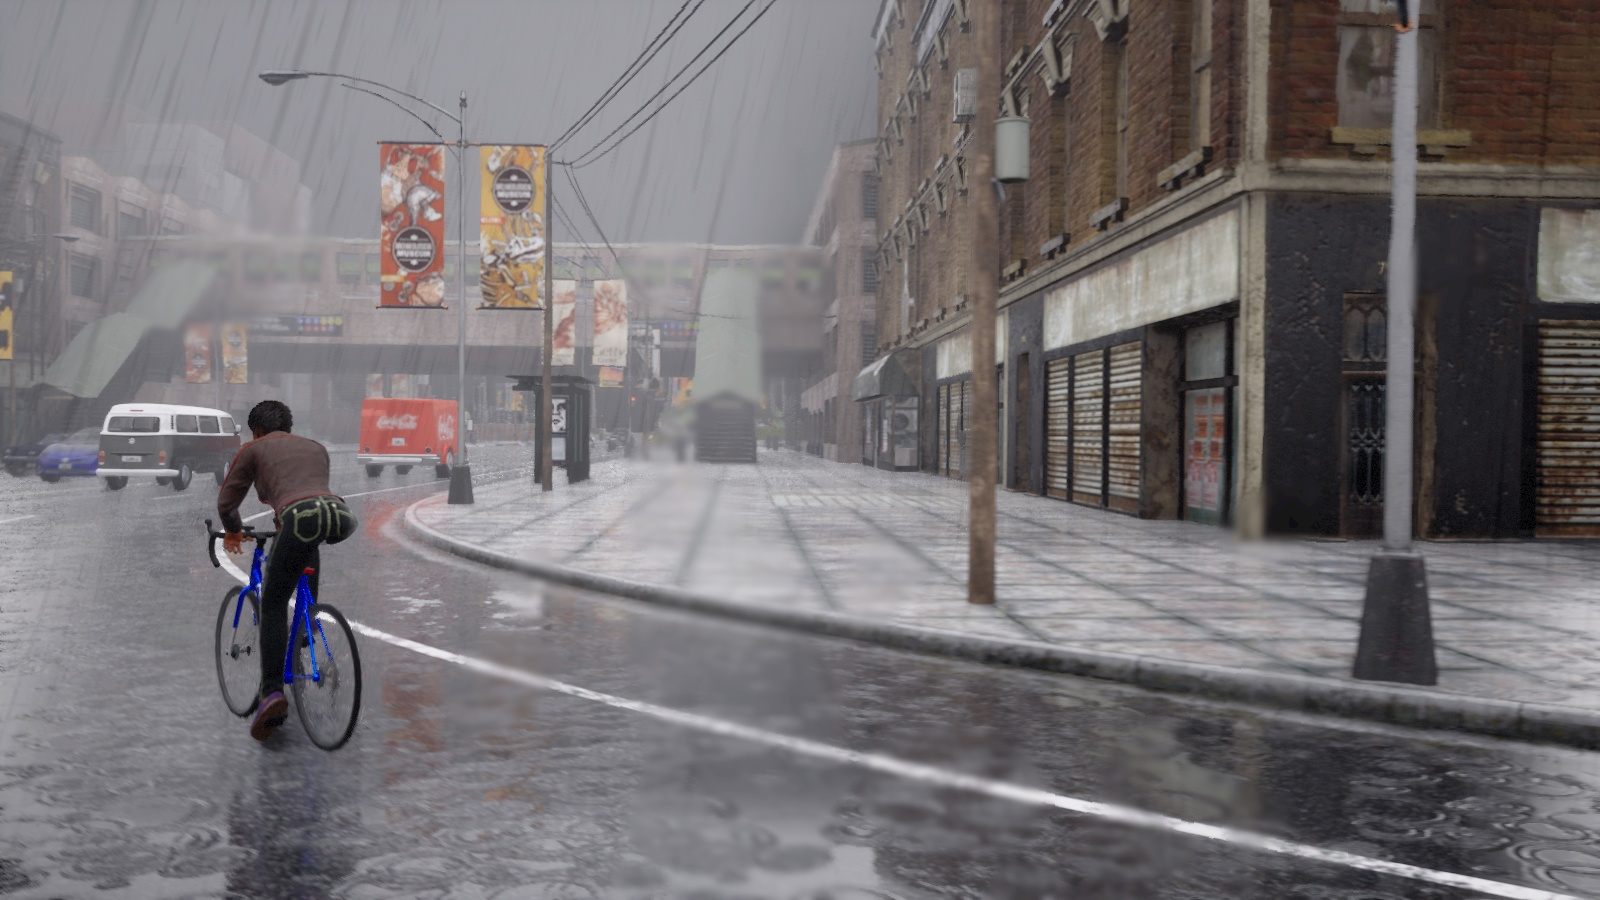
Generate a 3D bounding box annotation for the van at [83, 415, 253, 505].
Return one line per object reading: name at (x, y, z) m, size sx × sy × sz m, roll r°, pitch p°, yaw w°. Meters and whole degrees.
van at (-15.366, 0.192, 30.841) m, size 2.069 × 2.038 × 4.480 m, roll -1°, pitch 1°, yaw -3°

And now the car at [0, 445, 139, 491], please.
car at (-22.747, 0.525, 39.186) m, size 1.895 × 1.301 × 4.718 m, roll -1°, pitch 1°, yaw -3°

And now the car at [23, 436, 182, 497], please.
car at (-19.038, 0.399, 34.541) m, size 2.007 × 1.525 × 4.514 m, roll -1°, pitch 1°, yaw -3°

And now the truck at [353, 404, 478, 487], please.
truck at (-12.306, -0.169, 40.607) m, size 2.627 × 2.467 × 5.204 m, roll -1°, pitch 1°, yaw -3°

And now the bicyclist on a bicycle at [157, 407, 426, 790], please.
bicyclist on a bicycle at (-2.509, 0.628, 6.097) m, size 1.656 × 1.620 × 0.582 m, roll 0°, pitch 0°, yaw 44°
